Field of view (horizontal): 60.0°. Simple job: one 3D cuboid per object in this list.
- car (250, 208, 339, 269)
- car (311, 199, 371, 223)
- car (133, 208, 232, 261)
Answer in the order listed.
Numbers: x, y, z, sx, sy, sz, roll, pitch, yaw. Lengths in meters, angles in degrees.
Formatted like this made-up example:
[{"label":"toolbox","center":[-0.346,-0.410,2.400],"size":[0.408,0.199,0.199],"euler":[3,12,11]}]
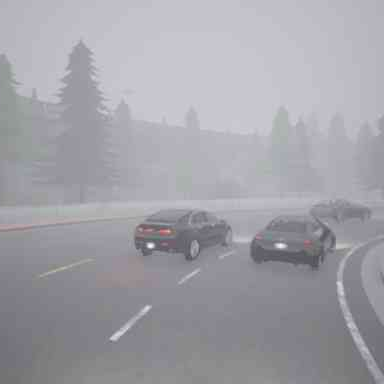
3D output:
[{"label":"car","center":[3.395,1.423,10.846],"size":[1.994,1.385,4.181],"euler":[1,1,29]},{"label":"car","center":[10.141,1.219,22.555],"size":[4.902,1.511,2.128],"euler":[0,1,-32]},{"label":"car","center":[-0.085,1.328,11.748],"size":[1.837,1.490,4.892],"euler":[1,0,27]}]
